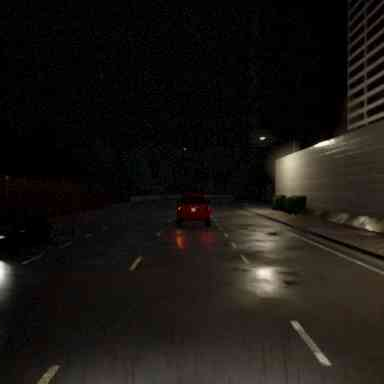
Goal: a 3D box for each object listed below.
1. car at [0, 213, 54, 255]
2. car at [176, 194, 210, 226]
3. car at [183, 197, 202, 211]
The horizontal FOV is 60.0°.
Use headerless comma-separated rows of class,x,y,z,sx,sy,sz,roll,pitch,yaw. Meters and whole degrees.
car,-7.068,1.535,12.982,1.994,1.385,4.181,0,0,0
car,0.095,1.170,22.895,2.150,2.045,5.566,0,0,0
car,0.083,1.402,40.173,2.128,1.511,4.902,0,0,0
